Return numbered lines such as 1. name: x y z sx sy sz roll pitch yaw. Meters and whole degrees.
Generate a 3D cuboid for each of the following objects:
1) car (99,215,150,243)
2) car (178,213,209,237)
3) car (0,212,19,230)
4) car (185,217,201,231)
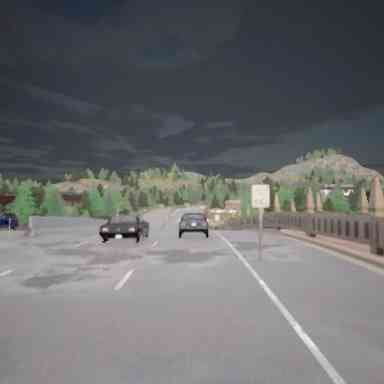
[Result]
1. car: -3.400 1.889 17.657 1.895 1.301 4.718 0 -3 0
2. car: 0.099 2.024 21.068 2.033 1.411 5.357 0 -4 0
3. car: -20.999 3.188 36.201 2.150 2.045 5.566 0 -7 0
4. car: 0.099 3.828 39.520 1.837 1.490 4.892 0 -7 0
